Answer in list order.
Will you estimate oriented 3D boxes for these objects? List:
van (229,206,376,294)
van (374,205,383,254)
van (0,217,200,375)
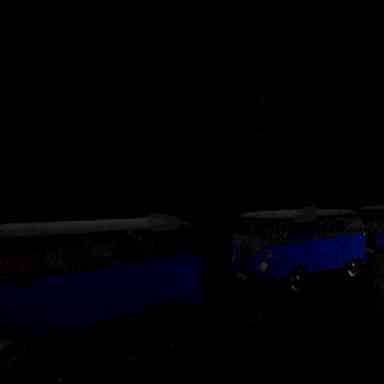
[{"bbox_3d":[2.782,1.339,8.520,3.998,1.788,1.690,0,-1,-35],"label":"van"},{"bbox_3d":[7.334,1.336,11.757,3.998,1.788,1.690,0,-1,-35],"label":"van"},{"bbox_3d":[-1.770,1.341,5.283,3.998,1.788,1.690,0,-1,-35],"label":"van"}]
